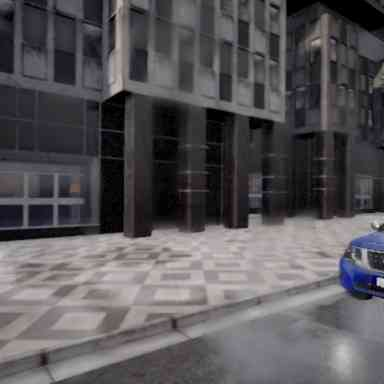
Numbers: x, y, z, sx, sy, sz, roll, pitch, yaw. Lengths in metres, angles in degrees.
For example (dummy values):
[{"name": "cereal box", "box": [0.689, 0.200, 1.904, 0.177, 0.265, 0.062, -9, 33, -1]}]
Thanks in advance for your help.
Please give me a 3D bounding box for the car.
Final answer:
[{"name": "car", "box": [5.568, 1.225, 7.306, 5.566, 2.045, 2.150, 0, 0, -36]}]
